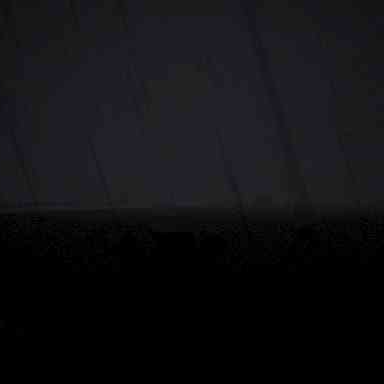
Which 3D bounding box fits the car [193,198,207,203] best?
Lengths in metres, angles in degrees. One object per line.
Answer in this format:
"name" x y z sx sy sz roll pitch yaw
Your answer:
"car" 2.297 2.396 92.723 1.895 1.301 4.718 1 0 36
